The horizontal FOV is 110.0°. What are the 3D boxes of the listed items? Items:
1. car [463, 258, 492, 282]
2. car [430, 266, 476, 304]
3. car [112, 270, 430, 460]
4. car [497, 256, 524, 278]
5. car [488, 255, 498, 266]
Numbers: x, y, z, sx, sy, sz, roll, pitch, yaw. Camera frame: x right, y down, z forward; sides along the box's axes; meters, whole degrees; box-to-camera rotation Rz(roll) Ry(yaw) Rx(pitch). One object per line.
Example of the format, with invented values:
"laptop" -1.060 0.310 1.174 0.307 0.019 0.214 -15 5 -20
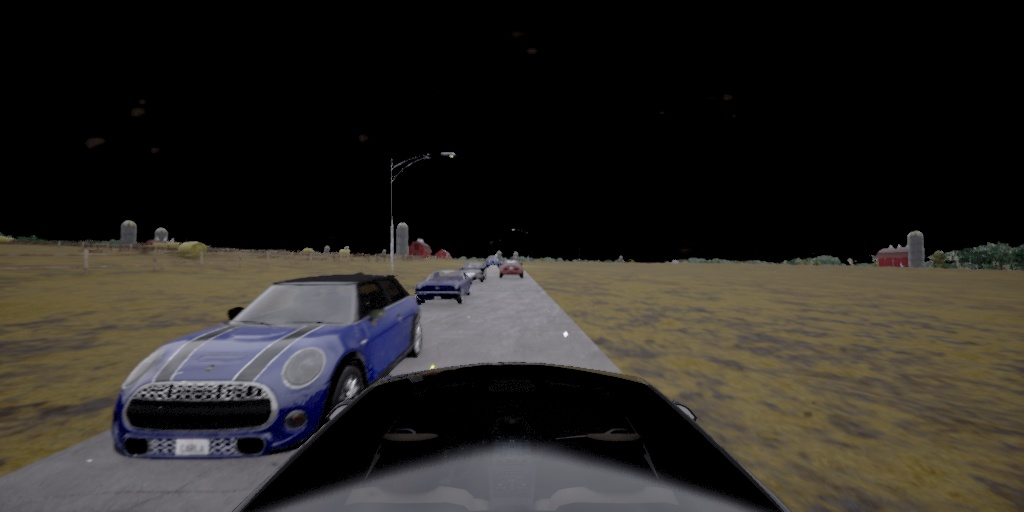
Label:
"car" -2.931 1.170 27.387 2.128 1.511 4.902 0 0 0
"car" -2.911 1.304 16.190 1.895 1.301 4.718 0 0 0
"car" -2.858 1.094 5.432 2.097 1.767 4.553 0 0 0
"car" -0.059 1.019 32.626 2.097 1.767 4.553 0 0 0
"car" -3.096 0.912 59.176 2.150 2.045 5.566 0 0 0
